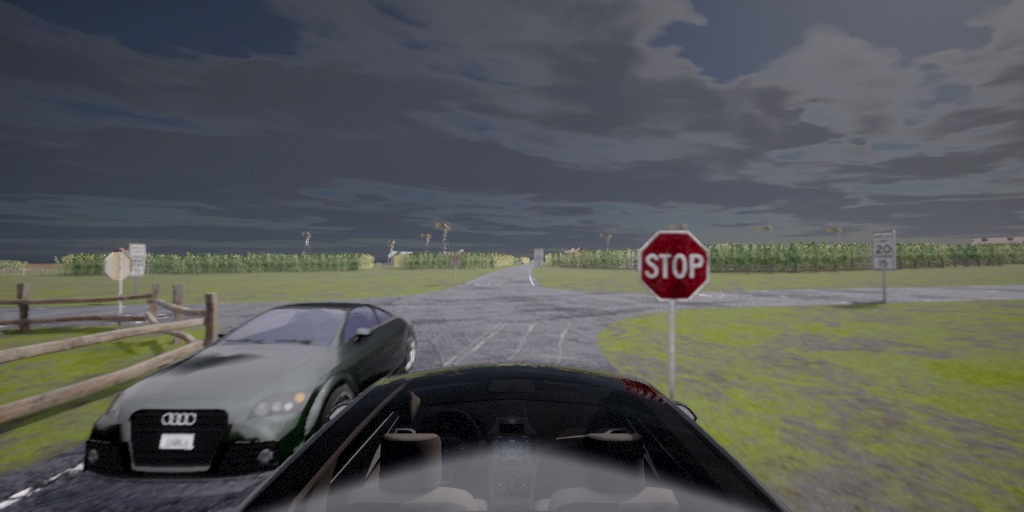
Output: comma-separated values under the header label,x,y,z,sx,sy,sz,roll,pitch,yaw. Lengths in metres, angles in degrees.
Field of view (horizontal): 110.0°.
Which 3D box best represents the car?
label,x,y,z,sx,sy,sz,roll,pitch,yaw
car,-2.733,1.354,4.925,1.994,1.385,4.181,0,-1,0
